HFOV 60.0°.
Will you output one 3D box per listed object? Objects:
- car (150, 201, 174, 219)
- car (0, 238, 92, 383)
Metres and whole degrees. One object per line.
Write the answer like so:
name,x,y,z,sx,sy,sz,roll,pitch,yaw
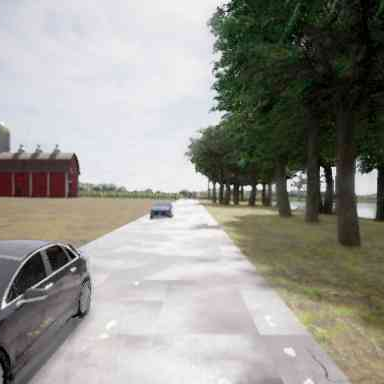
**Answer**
car,-2.753,1.586,30.971,1.882,1.535,5.008,0,0,0
car,-2.844,1.516,4.651,1.837,1.490,4.892,0,0,0
